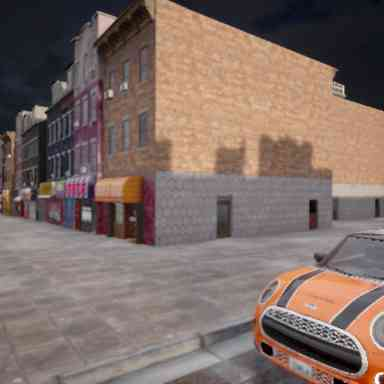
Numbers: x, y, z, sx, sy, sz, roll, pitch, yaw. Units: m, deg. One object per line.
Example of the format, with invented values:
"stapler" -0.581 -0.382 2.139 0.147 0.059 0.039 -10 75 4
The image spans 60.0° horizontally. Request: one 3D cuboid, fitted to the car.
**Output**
"car" 3.066 1.387 5.021 4.553 1.767 2.097 0 0 -35
